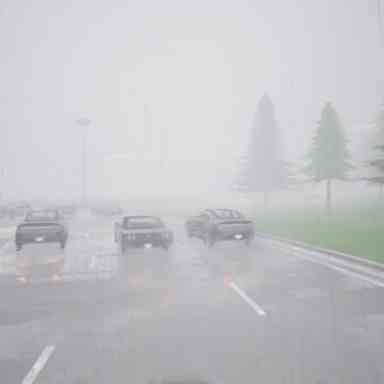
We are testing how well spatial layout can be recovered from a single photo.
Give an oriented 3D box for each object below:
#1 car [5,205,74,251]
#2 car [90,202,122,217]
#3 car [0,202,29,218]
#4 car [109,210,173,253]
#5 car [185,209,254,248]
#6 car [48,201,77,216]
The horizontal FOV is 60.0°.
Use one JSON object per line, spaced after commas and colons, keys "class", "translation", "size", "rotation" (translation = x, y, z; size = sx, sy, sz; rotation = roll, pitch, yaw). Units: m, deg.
{"class": "car", "translation": [-6.507, 1.551, 14.742], "size": [2.128, 1.511, 4.902], "rotation": [0, 0, -19]}
{"class": "car", "translation": [-8.416, 1.650, 32.439], "size": [1.994, 1.385, 4.181], "rotation": [0, 0, -39]}
{"class": "car", "translation": [-15.892, 1.631, 30.066], "size": [2.128, 1.511, 4.902], "rotation": [0, 0, -42]}
{"class": "car", "translation": [-2.227, 1.628, 13.980], "size": [1.895, 1.301, 4.718], "rotation": [0, 0, -17]}
{"class": "car", "translation": [1.059, 1.495, 15.000], "size": [2.128, 1.511, 4.902], "rotation": [0, 0, -17]}
{"class": "car", "translation": [-12.939, 1.597, 32.362], "size": [1.882, 1.535, 5.008], "rotation": [0, 0, -42]}
